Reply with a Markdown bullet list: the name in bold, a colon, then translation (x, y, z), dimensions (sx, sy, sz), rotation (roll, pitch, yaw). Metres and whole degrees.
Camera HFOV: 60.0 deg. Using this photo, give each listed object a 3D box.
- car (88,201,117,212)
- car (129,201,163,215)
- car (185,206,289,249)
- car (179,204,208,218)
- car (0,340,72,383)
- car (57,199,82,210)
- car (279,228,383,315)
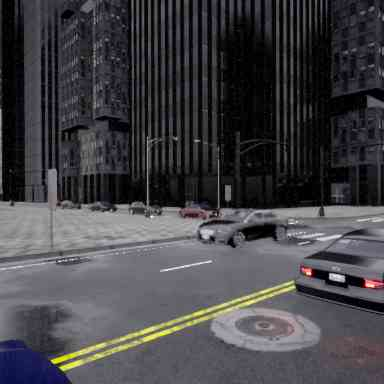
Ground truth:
- **car**: translation (-11.929, 1.930, 44.086), dimensions (2.033, 1.411, 5.357), rotation (0, 0, -42)
- **car**: translation (-5.140, 1.782, 36.481), dimensions (1.837, 1.490, 4.892), rotation (0, 0, -42)
- **car**: translation (2.358, 1.491, 14.660), dimensions (4.902, 1.511, 2.128), rotation (0, 0, -42)
- **car**: translation (0.704, 1.750, 29.936), dimensions (1.994, 1.385, 4.181), rotation (0, 0, -43)
- **car**: translation (-2.685, 1.601, 1.148), dimensions (4.718, 1.301, 1.895), rotation (0, 0, -42)
- **car**: translation (-18.881, 2.001, 51.930), dimensions (1.837, 1.490, 4.892), rotation (0, -1, -41)
- **car**: translation (4.406, 1.547, 7.498), dimensions (5.357, 1.411, 2.033), rotation (0, 0, -42)
